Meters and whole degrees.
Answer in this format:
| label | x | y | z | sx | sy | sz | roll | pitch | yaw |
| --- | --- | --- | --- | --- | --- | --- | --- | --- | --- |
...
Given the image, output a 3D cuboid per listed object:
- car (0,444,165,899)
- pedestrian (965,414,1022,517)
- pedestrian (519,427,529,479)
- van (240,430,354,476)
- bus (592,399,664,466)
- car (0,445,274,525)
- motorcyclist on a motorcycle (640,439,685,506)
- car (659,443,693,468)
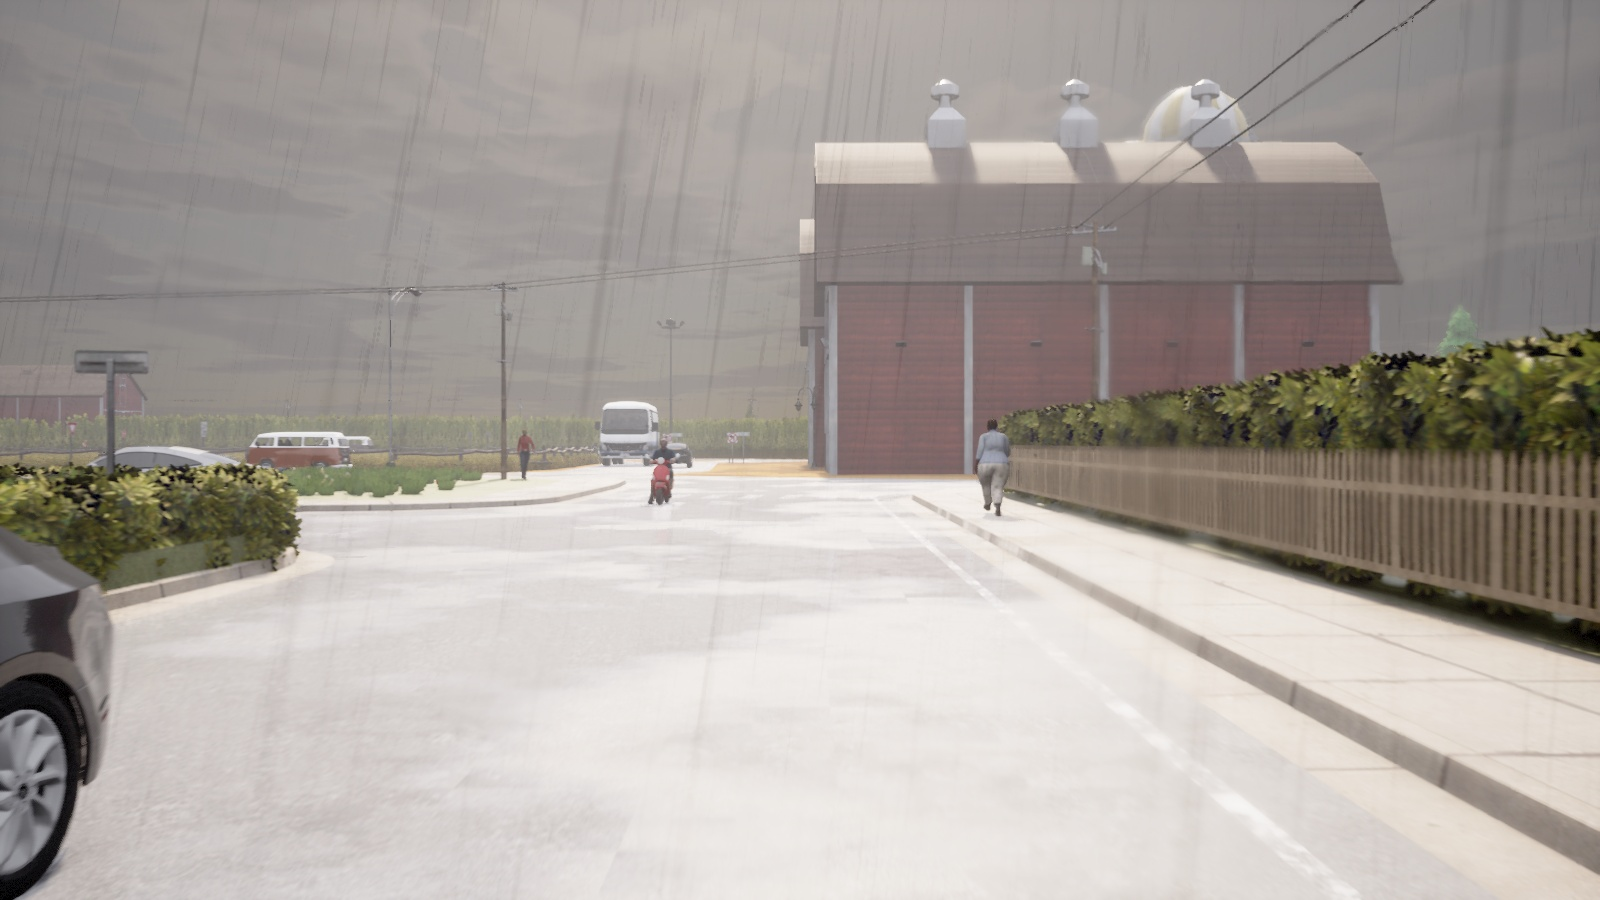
| label | x | y | z | sx | sy | sz | roll | pitch | yaw |
| --- | --- | --- | --- | --- | --- | --- | --- | --- | --- |
| car | -3.470 | 0.734 | 2.572 | 1.837 | 1.490 | 4.892 | 0 | 0 | 0 |
| pedestrian | 3.551 | 0.275 | 23.134 | 0.874 | 1.855 | 0.900 | 0 | 0 | -2 |
| pedestrian | -9.777 | 0.101 | 44.432 | 0.331 | 1.846 | 0.636 | 0 | 0 | -12 |
| van | -23.428 | 0.125 | 58.572 | 4.480 | 2.038 | 2.069 | 0 | 0 | 0 |
| bus | -11.430 | -1.114 | 84.562 | 3.944 | 4.253 | 10.273 | 0 | 0 | -3 |
| car | -12.673 | 0.627 | 23.920 | 4.674 | 1.442 | 1.812 | 0 | 0 | -13 |
| motorcyclist on a motorcycle | -3.322 | 0.526 | 30.462 | 0.866 | 1.590 | 1.817 | 0 | 0 | 1 |
| car | -7.546 | 0.313 | 76.857 | 1.837 | 1.490 | 4.892 | 0 | 0 | -3 |
